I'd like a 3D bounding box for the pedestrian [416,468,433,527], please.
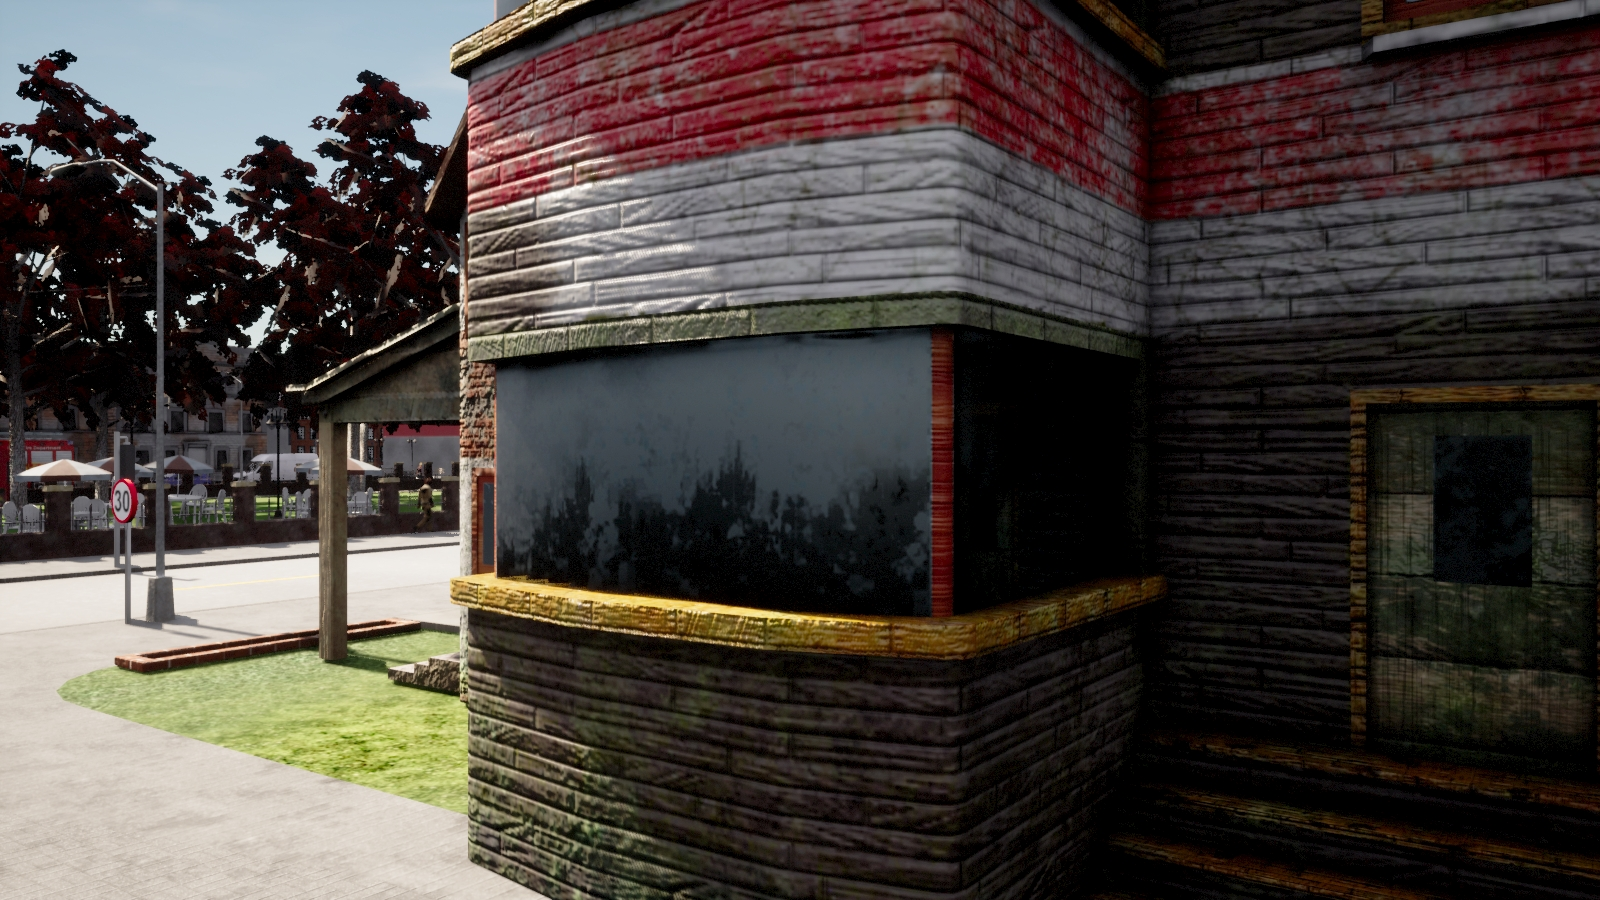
[{"bbox_3d":[-12.015,1.525,36.529,0.375,1.860,0.375,0,0,35],"label":"pedestrian"}]
